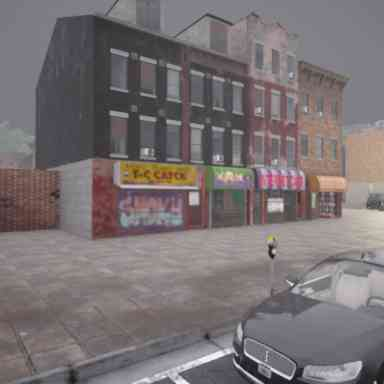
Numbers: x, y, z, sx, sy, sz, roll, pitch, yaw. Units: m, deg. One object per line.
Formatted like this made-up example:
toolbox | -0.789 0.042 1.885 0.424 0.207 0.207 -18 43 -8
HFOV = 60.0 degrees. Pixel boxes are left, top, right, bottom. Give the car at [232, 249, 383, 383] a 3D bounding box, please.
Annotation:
car | 2.504 1.550 4.585 4.403 1.369 2.008 0 0 -35

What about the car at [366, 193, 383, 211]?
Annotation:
car | 21.640 1.127 35.571 2.150 2.045 5.566 0 0 -36
